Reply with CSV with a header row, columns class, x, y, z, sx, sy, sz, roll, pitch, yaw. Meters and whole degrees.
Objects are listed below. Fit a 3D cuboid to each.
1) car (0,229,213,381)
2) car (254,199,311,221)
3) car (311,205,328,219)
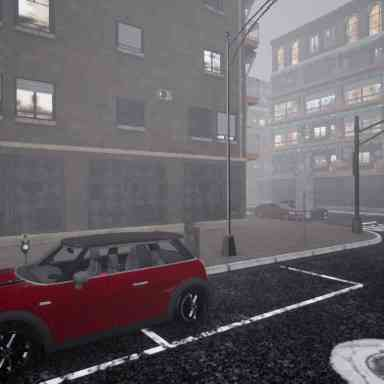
class,x,y,z,sx,sy,sz,roll,pitch,yaw
car,-1.711,1.440,5.399,4.097,1.590,1.967,0,0,-35
car,6.768,1.476,26.179,1.802,1.307,4.206,0,0,-35
car,8.853,1.352,27.700,1.882,1.535,5.008,-1,1,-35
